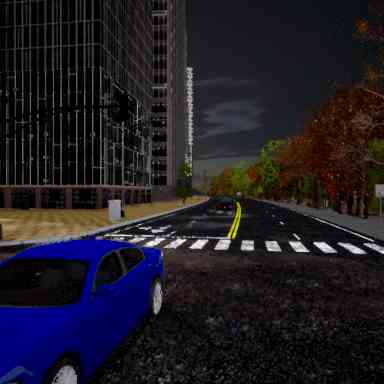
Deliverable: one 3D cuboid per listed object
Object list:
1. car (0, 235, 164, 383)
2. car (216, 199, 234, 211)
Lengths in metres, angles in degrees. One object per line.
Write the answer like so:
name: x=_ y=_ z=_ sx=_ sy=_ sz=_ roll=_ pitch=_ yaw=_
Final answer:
car: x=-1.816 y=1.501 z=4.817 sx=1.882 sy=1.535 sz=5.008 roll=0 pitch=0 yaw=11
car: x=4.028 y=1.575 z=40.081 sx=1.994 sy=1.385 sz=4.181 roll=0 pitch=0 yaw=8
